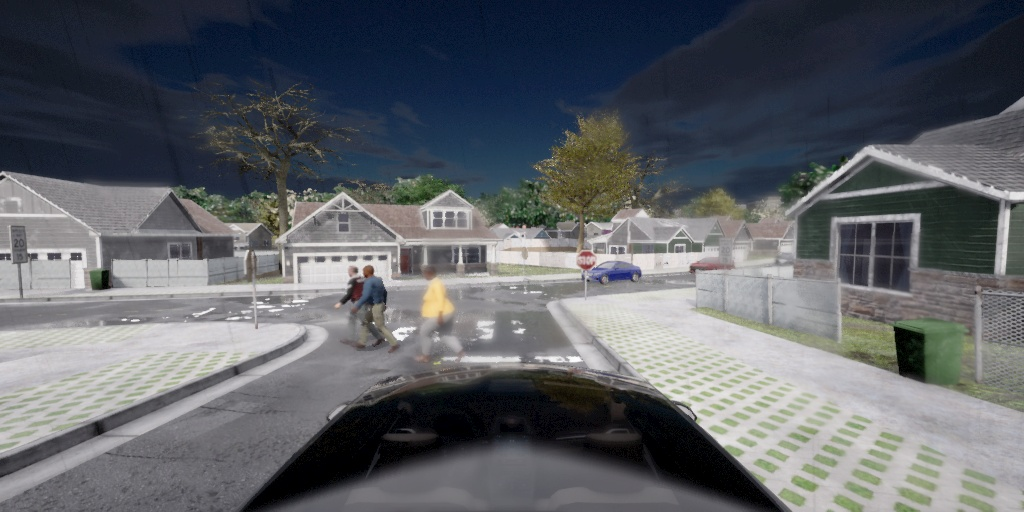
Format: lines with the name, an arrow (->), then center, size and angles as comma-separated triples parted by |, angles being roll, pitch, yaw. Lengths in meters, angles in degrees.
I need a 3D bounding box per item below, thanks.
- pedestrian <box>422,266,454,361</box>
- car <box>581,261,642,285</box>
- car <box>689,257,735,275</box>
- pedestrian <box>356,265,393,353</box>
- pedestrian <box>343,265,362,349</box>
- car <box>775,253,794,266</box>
pedestrian -> -1.391, 1.040, 6.586 | 0.375, 1.860, 0.375 | -3, 3, 0
car -> 6.896, 1.072, 24.590 | 4.674, 1.442, 1.812 | -1, 3, -30
car -> 17.341, 0.831, 31.026 | 5.008, 1.535, 1.882 | -1, 3, -34
pedestrian -> -2.770, 1.039, 7.251 | 0.375, 1.860, 0.375 | -3, 3, 0
pedestrian -> -3.318, 1.040, 7.783 | 0.375, 1.860, 0.375 | -3, 3, 0
car -> 33.311, 0.406, 43.022 | 4.902, 1.511, 2.128 | -2, 4, -38
